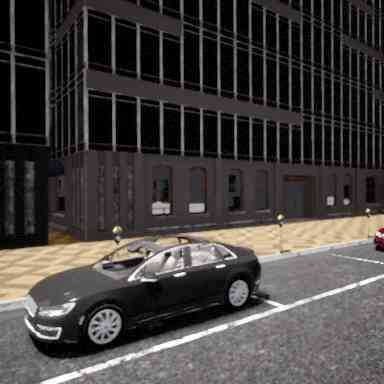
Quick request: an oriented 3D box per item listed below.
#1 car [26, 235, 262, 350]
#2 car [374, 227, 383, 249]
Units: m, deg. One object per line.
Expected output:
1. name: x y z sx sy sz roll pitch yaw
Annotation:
1. car: -0.613 1.531 6.122 4.403 1.369 2.008 0 0 -35
2. car: 8.656 1.486 12.732 4.206 1.307 1.802 0 0 -35
